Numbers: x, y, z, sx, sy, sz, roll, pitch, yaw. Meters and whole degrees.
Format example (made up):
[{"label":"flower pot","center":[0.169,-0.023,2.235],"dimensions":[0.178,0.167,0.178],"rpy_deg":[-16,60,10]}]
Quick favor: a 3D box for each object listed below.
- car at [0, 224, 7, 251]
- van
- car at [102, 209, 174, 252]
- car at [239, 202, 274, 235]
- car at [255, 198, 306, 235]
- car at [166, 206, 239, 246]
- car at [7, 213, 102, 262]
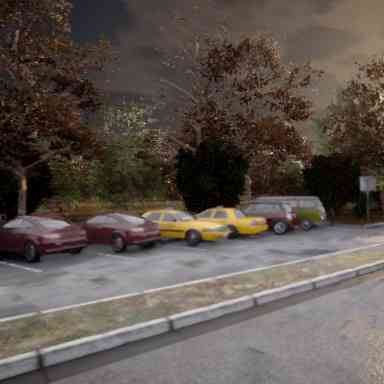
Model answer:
[{"label":"car","center":[-8.110,1.379,10.346],"dimensions":[4.553,1.767,2.185],"rpy_deg":[-1,-1,35]},{"label":"van","center":[6.213,1.276,20.918],"dimensions":[4.442,1.987,1.878],"rpy_deg":[-1,-1,33]},{"label":"car","center":[-3.341,1.545,13.843],"dimensions":[4.674,1.452,2.002],"rpy_deg":[-1,-1,34]},{"label":"car","center":[1.252,1.504,17.485],"dimensions":[5.366,1.575,1.946],"rpy_deg":[-1,-1,33]},{"label":"car","center":[3.794,1.378,19.154],"dimensions":[4.553,1.767,2.185],"rpy_deg":[-1,-1,33]},{"label":"car","center":[-0.805,1.499,15.511],"dimensions":[5.366,1.575,1.946],"rpy_deg":[-1,-1,34]},{"label":"car","center":[-5.730,1.545,12.094],"dimensions":[4.674,1.452,2.002],"rpy_deg":[-1,-1,34]}]
